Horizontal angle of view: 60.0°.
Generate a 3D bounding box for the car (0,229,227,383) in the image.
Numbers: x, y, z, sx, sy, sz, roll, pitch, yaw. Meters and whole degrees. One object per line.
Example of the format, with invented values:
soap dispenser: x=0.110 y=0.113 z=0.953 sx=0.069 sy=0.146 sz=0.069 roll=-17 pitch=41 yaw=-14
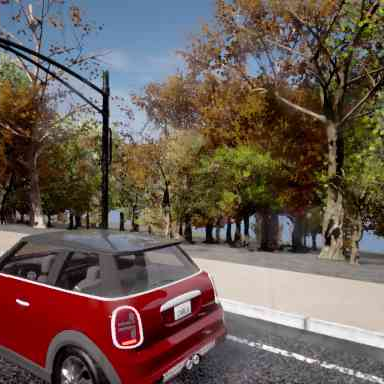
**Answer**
car: x=-1.832 y=1.351 z=4.992 sx=4.553 sy=1.767 sz=2.097 roll=0 pitch=0 yaw=36
